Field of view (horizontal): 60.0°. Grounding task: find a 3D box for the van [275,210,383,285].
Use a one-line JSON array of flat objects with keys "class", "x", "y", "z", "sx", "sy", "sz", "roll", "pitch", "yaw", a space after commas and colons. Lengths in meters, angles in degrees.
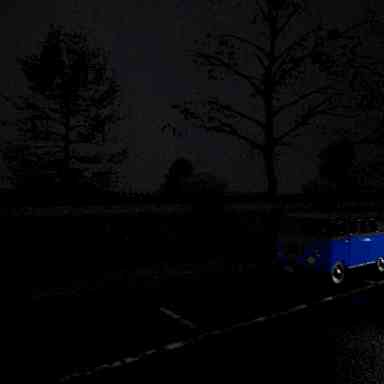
[{"class": "van", "x": 4.132, "y": 1.434, "z": 9.507, "sx": 3.998, "sy": 1.788, "sz": 1.690, "roll": 1, "pitch": 0, "yaw": -35}]
